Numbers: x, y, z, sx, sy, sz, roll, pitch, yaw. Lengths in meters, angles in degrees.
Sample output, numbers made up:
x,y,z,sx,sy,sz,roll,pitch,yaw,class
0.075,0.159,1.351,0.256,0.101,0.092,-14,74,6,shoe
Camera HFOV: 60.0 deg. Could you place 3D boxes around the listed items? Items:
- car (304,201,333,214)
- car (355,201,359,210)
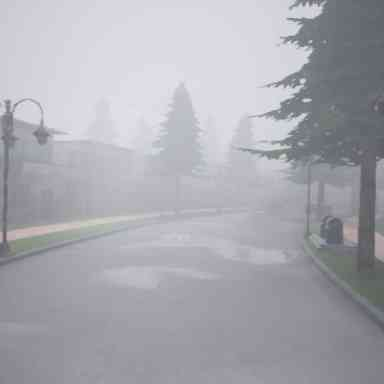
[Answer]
x,y,z,sx,sy,sz,roll,pitch,yaw,class
14.638,1.753,38.382,1.882,1.535,5.008,2,0,41,car
24.593,2.027,47.564,4.892,1.490,1.837,1,0,-38,car
